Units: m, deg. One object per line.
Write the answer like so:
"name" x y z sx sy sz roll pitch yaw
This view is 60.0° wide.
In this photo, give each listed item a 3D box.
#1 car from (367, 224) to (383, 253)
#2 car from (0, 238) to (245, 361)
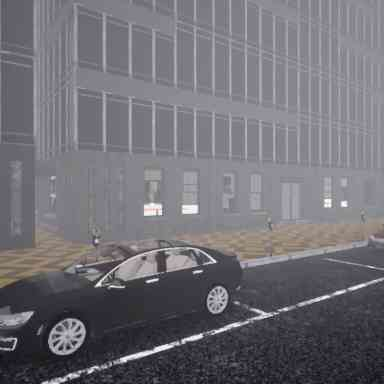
"car" 8.257 1.582 12.402 4.206 1.307 1.802 0 0 -35
"car" -1.031 1.551 5.819 4.403 1.369 2.008 0 0 -35
